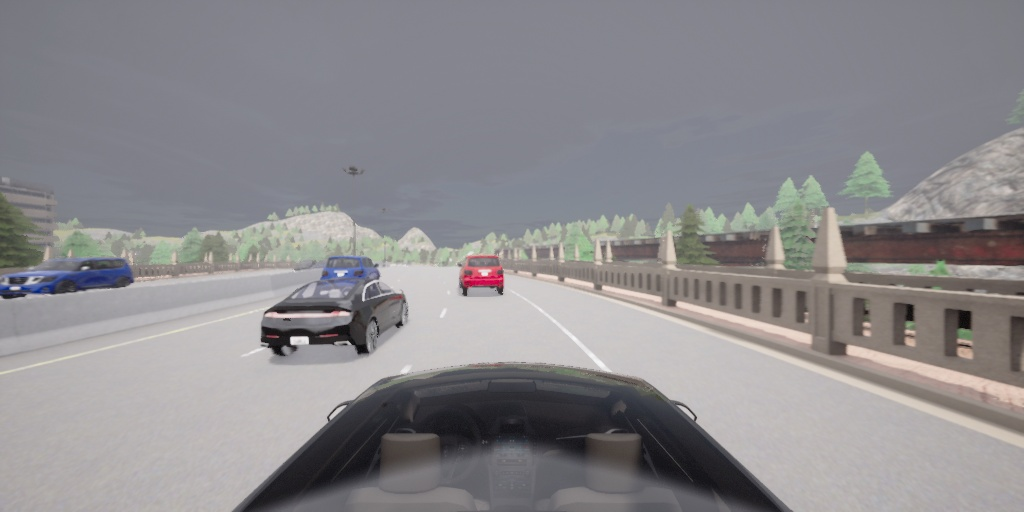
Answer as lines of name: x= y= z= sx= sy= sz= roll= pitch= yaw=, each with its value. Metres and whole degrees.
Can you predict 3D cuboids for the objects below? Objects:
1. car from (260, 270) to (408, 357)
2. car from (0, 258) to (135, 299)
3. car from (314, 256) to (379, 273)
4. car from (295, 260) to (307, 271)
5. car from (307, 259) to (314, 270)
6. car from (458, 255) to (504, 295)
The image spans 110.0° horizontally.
car: x=-3.852 y=1.260 z=8.639 sx=2.128 sy=1.511 sz=4.902 roll=0 pitch=0 yaw=-4
car: x=-23.132 y=1.115 z=18.974 sx=2.150 sy=2.045 sz=5.566 roll=0 pitch=0 yaw=-12
car: x=-8.952 y=1.021 z=20.292 sx=2.150 sy=2.045 sz=5.566 roll=0 pitch=0 yaw=-11
car: x=-26.289 y=1.432 z=46.224 sx=1.837 sy=1.490 sz=4.892 roll=0 pitch=0 yaw=-14
car: x=-21.401 y=1.244 z=41.153 sx=2.097 sy=1.767 sz=4.553 roll=0 pitch=0 yaw=-14
car: x=-1.803 y=0.976 z=20.122 sx=2.150 sy=2.045 sz=5.566 roll=0 pitch=0 yaw=-10
